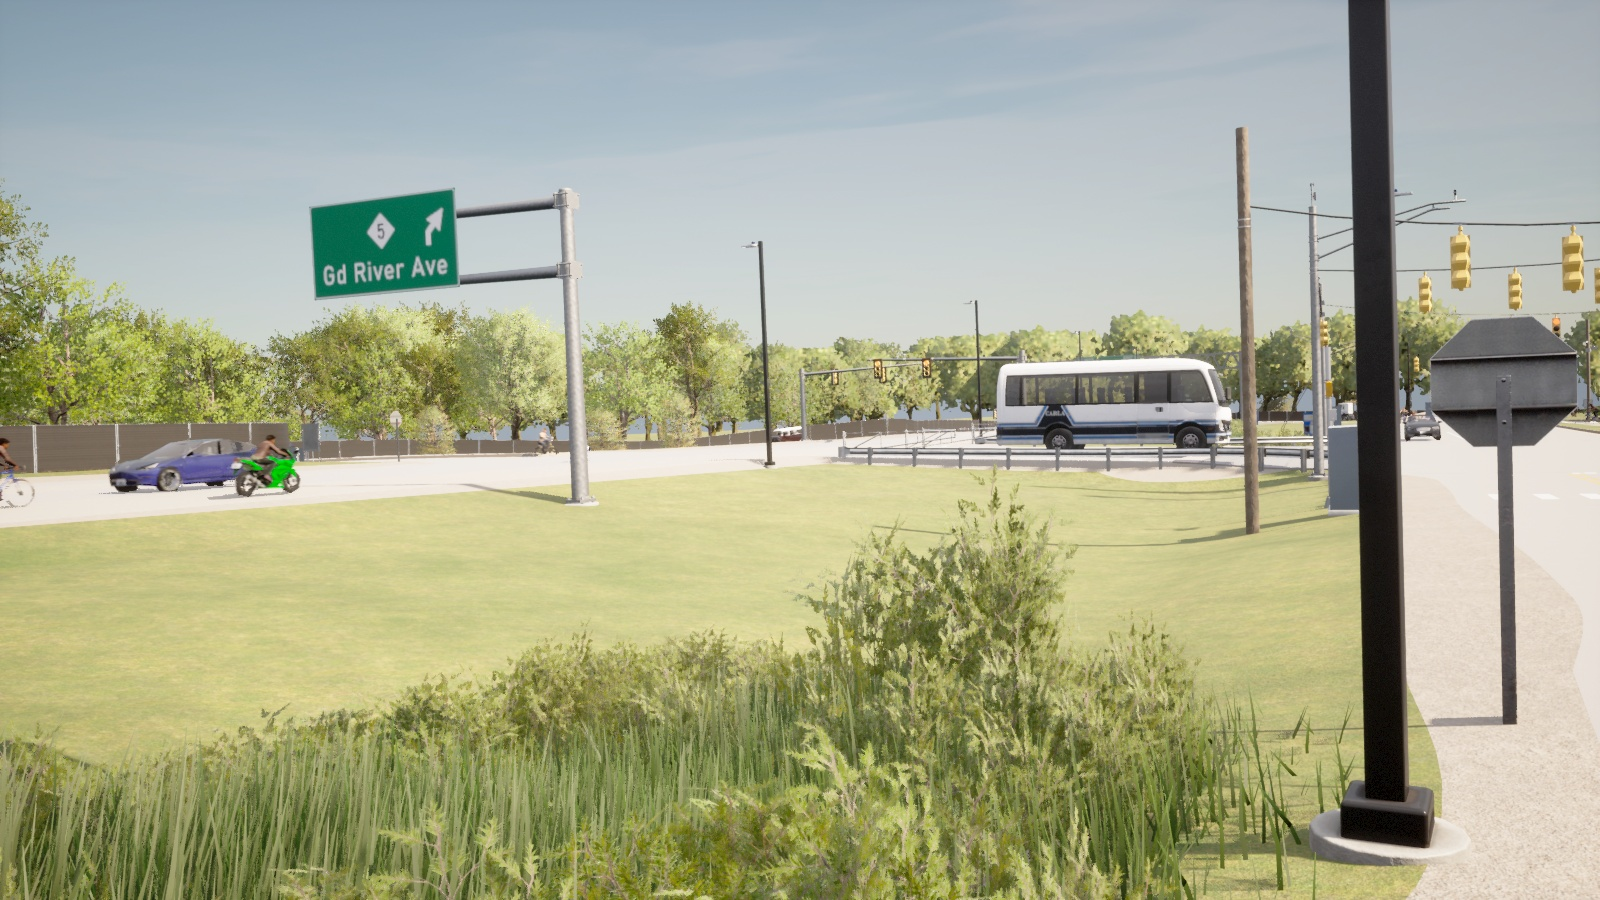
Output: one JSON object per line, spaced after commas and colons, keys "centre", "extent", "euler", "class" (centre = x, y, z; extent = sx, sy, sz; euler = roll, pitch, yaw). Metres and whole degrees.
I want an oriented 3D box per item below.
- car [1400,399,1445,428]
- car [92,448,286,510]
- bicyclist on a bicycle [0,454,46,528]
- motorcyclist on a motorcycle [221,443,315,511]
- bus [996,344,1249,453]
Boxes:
{"centre": [36.516, -2.147, 73.774], "extent": [2.128, 1.511, 4.902], "euler": [-3, 1, 25], "class": "car"}
{"centre": [-17.933, 0.809, 37.116], "extent": [2.163, 1.488, 4.792], "euler": [-3, 1, 24], "class": "car"}
{"centre": [-18.052, 0.941, 28.350], "extent": [0.582, 1.620, 1.656], "euler": [-3, 1, 24], "class": "bicyclist on a bicycle"}
{"centre": [-13.064, 0.649, 30.902], "extent": [0.797, 1.523, 2.044], "euler": [-3, 1, 24], "class": "motorcyclist on a motorcycle"}
{"centre": [14.373, -2.192, 56.015], "extent": [10.273, 4.253, 3.944], "euler": [-2, 2, 24], "class": "bus"}
